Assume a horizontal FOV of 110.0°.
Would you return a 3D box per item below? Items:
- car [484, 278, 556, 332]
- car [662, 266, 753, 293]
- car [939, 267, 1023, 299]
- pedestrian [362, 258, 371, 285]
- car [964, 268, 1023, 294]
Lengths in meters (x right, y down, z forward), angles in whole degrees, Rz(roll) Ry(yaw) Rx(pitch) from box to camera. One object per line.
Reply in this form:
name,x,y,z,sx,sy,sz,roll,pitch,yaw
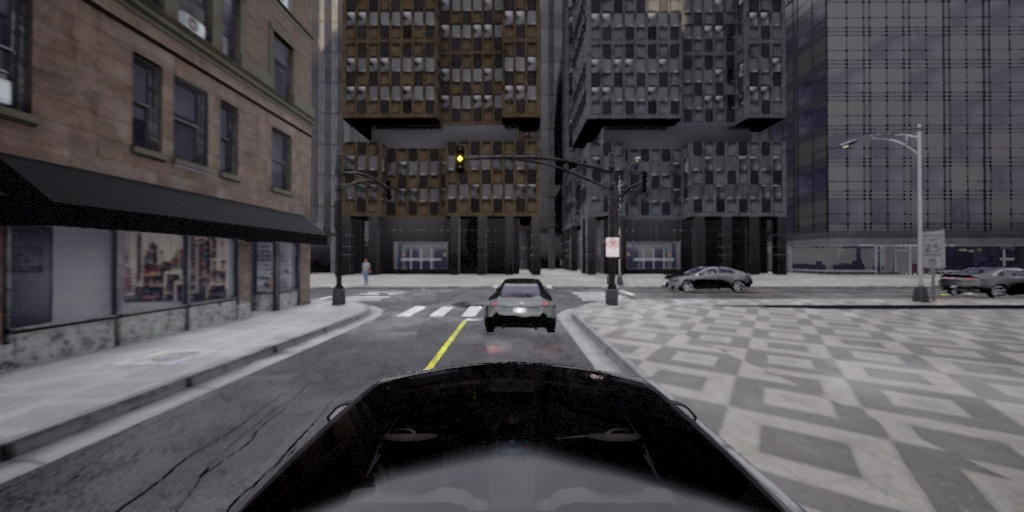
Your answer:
car,0.323,1.377,11.210,1.994,1.385,4.181,0,0,4
car,11.399,1.349,21.092,4.902,1.511,2.128,0,0,0
car,24.355,1.312,17.781,4.902,1.511,2.128,0,0,1
pedestrian,-9.874,1.052,24.337,0.375,1.860,0.375,0,0,1
car,29.720,1.398,20.912,4.181,1.385,1.994,0,0,1
